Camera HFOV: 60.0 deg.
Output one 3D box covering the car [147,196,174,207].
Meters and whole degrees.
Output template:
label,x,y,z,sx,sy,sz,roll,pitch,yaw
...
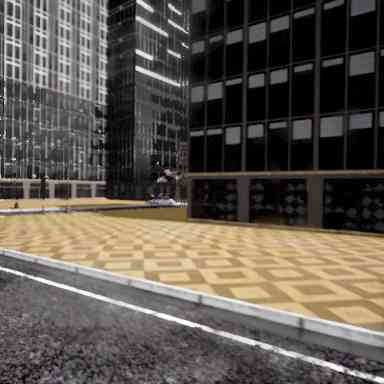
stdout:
label,x,y,z,sx,sy,sz,roll,pitch,yaw
car,-4.552,1.368,48.635,1.812,1.442,4.674,1,0,37
